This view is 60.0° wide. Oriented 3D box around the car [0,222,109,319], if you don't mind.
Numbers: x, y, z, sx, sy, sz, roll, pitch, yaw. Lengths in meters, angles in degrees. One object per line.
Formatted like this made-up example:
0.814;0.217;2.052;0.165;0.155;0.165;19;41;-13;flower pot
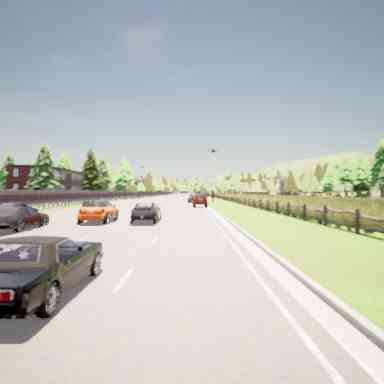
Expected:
-3.400;1.603;7.298;1.895;1.301;4.718;0;0;0;car

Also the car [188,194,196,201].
0.004;1.306;81.839;2.097;1.767;4.553;0;0;0;car

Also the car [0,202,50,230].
-10.400;1.553;19.759;2.033;1.411;5.357;0;0;0;car

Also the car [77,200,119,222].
-6.900;1.359;24.892;2.097;1.767;4.553;0;0;0;car

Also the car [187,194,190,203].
0.004;1.538;67.512;1.812;1.442;4.674;0;0;0;car

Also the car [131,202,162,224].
-3.398;1.499;25.150;2.128;1.511;4.902;0;0;0;car

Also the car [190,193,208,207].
1.227;1.239;50.319;2.150;2.045;5.566;0;0;0;car
